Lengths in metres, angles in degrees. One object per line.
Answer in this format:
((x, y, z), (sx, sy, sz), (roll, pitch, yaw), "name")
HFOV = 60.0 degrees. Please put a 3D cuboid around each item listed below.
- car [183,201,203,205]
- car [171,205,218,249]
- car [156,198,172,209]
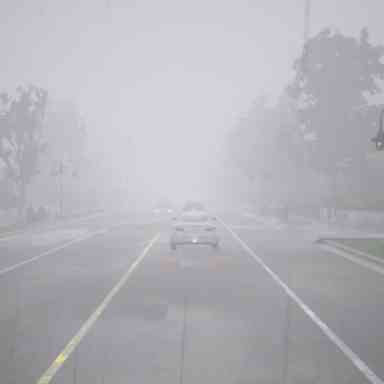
((0.100, 1.543, 31.950), (1.994, 1.385, 4.181), (0, 0, 0), "car")
((0.100, 1.518, 14.384), (1.812, 1.442, 4.674), (0, 0, 0), "car")
((-3.587, 1.471, 43.480), (1.812, 1.442, 4.674), (0, 0, 0), "car")
